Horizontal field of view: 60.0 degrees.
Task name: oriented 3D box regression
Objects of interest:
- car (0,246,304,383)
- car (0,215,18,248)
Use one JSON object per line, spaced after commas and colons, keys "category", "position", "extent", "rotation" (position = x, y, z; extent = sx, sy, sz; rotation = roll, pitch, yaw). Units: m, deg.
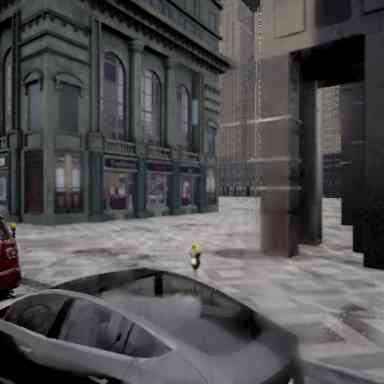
{"category": "car", "position": [-0.994, 1.550, 3.677], "extent": [4.313, 1.339, 1.947], "rotation": [0, 0, 36]}
{"category": "car", "position": [-5.551, 1.267, 6.931], "extent": [5.009, 1.841, 2.192], "rotation": [0, 0, 36]}
